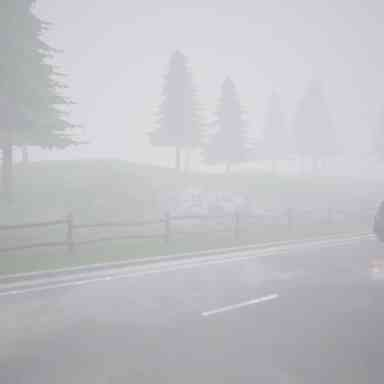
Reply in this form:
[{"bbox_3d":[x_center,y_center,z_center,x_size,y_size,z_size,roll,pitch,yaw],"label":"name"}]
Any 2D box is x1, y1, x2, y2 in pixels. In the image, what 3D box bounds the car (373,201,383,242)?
[{"bbox_3d":[10.796,1.351,15.749,5.566,2.045,2.150,0,0,-36],"label":"car"}]
